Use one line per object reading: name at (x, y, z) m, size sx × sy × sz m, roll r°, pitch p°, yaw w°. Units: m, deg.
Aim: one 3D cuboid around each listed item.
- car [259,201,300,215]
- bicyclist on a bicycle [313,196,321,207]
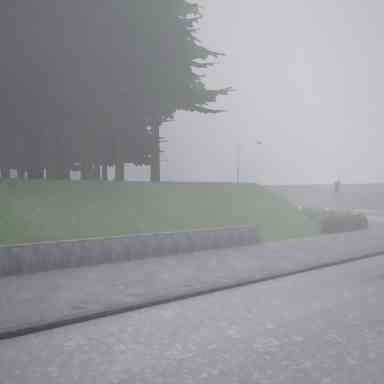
car at (8.780, 1.564, 33.777) m, size 1.994 × 1.385 × 4.181 m, roll 0°, pitch 0°, yaw -35°
bicyclist on a bicycle at (14.921, 1.349, 39.633) m, size 1.656 × 1.620 × 0.582 m, roll 0°, pitch 0°, yaw -35°
